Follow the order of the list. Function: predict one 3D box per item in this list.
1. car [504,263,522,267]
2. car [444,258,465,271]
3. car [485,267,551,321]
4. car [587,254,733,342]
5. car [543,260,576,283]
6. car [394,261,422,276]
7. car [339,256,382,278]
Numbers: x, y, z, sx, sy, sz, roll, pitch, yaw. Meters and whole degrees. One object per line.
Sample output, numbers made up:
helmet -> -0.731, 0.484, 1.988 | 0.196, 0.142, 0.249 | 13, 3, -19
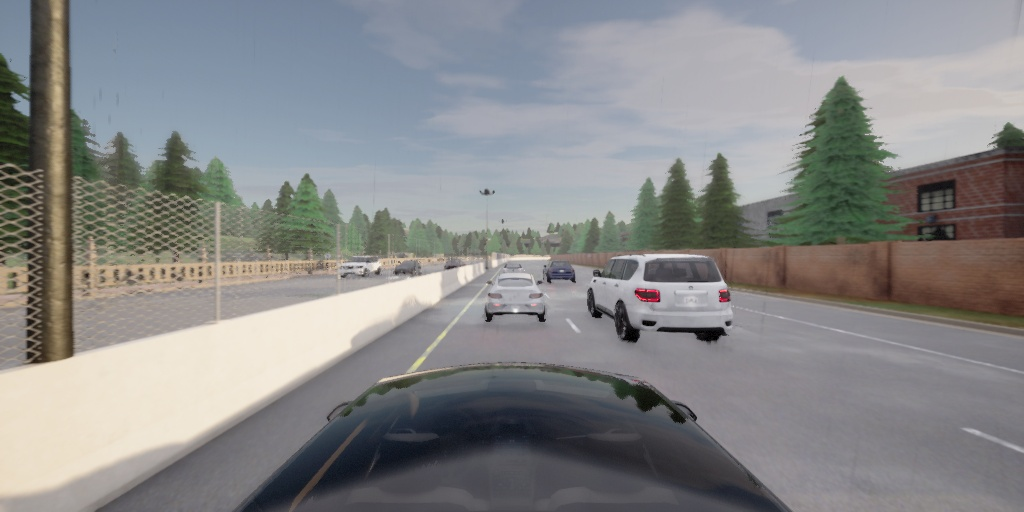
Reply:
car -> 0.096, 1.352, 33.842 | 1.895, 1.301, 4.718 | 0, 0, 0
car -> -7.109, 1.101, 44.986 | 2.097, 1.767, 4.553 | 0, 0, 0
car -> 0.099, 1.276, 12.348 | 1.812, 1.442, 4.674 | 0, 0, 0
car -> 3.614, 0.972, 9.871 | 2.150, 2.045, 5.566 | 0, 0, 0
car -> 3.597, 1.103, 28.077 | 2.097, 1.767, 4.553 | 0, 0, 0
car -> -10.600, 1.257, 36.908 | 1.837, 1.490, 4.892 | 0, -1, 0
car -> -14.101, 0.973, 33.813 | 2.150, 2.045, 5.566 | 0, 0, 0
